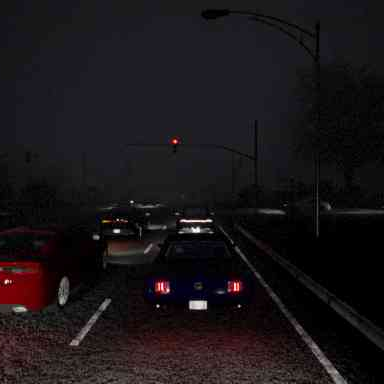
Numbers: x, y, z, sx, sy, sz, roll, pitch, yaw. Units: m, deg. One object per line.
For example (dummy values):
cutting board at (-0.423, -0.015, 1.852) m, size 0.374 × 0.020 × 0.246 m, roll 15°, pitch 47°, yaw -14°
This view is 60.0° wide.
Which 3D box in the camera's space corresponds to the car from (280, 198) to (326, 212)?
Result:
car at (13.183, 1.506, 39.692) m, size 4.892 × 1.490 × 1.837 m, roll 0°, pitch 0°, yaw 3°

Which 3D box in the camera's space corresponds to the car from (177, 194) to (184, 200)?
car at (-3.226, 1.327, 95.071) m, size 1.882 × 1.535 × 5.008 m, roll 0°, pitch 0°, yaw 1°

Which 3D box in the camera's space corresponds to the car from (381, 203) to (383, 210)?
car at (24.743, 1.514, 39.041) m, size 4.674 × 1.442 × 1.812 m, roll 0°, pitch 0°, yaw 3°

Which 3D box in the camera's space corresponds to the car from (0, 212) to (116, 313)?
car at (-3.383, 1.478, 7.805) m, size 1.882 × 1.535 × 5.008 m, roll 0°, pitch 0°, yaw 0°

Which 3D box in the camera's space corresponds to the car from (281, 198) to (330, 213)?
car at (12.583, 1.525, 36.219) m, size 4.674 × 1.442 × 1.812 m, roll 0°, pitch 0°, yaw 3°

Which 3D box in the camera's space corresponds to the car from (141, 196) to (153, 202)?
car at (-10.317, 1.540, 76.073) m, size 2.033 × 1.411 × 5.357 m, roll 0°, pitch 0°, yaw 0°

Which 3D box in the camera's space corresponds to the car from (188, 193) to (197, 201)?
car at (0.208, 1.217, 84.684) m, size 2.150 × 2.045 × 5.566 m, roll 0°, pitch 0°, yaw 0°

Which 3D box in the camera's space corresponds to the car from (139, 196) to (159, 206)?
car at (-6.958, 1.564, 54.703) m, size 1.994 × 1.385 × 4.181 m, roll 0°, pitch 0°, yaw -1°

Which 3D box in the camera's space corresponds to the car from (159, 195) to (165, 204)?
car at (-6.892, 1.600, 63.464) m, size 1.895 × 1.301 × 4.718 m, roll 0°, pitch 0°, yaw 1°

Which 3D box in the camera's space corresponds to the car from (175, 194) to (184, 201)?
car at (-3.292, 1.532, 84.663) m, size 2.033 × 1.411 × 5.357 m, roll 0°, pitch 0°, yaw 0°

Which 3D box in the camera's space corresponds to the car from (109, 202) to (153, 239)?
car at (-3.359, 1.505, 17.303) m, size 1.837 × 1.490 × 4.892 m, roll 0°, pitch 0°, yaw 0°

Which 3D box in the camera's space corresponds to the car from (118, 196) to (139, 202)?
car at (-10.486, 1.491, 53.185) m, size 2.128 × 1.511 × 4.902 m, roll 0°, pitch 0°, yaw 1°

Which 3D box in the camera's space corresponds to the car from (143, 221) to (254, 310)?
car at (0.118, 1.601, 7.778) m, size 1.895 × 1.301 × 4.718 m, roll 0°, pitch 0°, yaw 0°

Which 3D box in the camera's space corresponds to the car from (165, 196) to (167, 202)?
car at (-6.819, 1.478, 75.187) m, size 1.882 × 1.535 × 5.008 m, roll 0°, pitch 0°, yaw 0°

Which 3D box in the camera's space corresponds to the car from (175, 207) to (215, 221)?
car at (0.150, 1.491, 17.040) m, size 2.128 × 1.511 × 4.902 m, roll 0°, pitch 0°, yaw -1°
